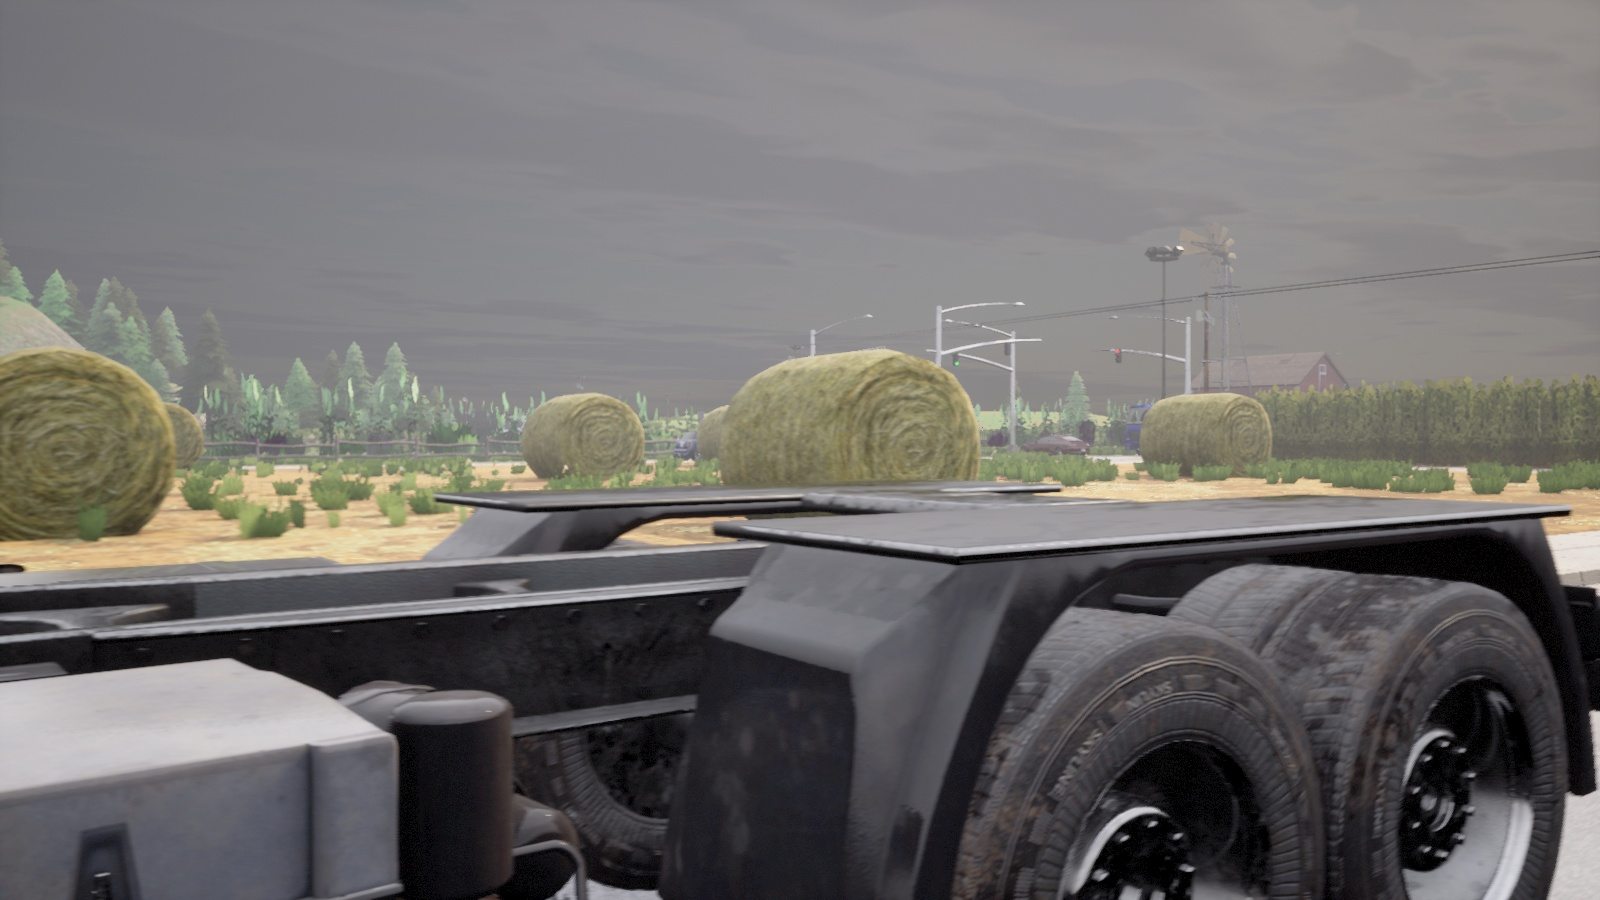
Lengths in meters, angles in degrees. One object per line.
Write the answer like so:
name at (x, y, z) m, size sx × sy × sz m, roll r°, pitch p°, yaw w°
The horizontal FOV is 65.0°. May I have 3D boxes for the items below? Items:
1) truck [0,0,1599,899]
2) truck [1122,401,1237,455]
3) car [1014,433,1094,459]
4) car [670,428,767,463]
truck at (-1.322, -0.235, 2.715) m, size 7.936 × 3.462 × 2.891 m, roll -1°, pitch 1°, yaw -35°
truck at (25.228, -1.474, 83.354) m, size 7.936 × 3.462 × 2.891 m, roll -1°, pitch 1°, yaw -34°
car at (14.539, -0.248, 72.085) m, size 1.812 × 1.442 × 4.674 m, roll -1°, pitch 1°, yaw -32°
car at (-4.223, -0.246, 65.306) m, size 4.553 × 1.767 × 2.097 m, roll -1°, pitch 1°, yaw -31°
